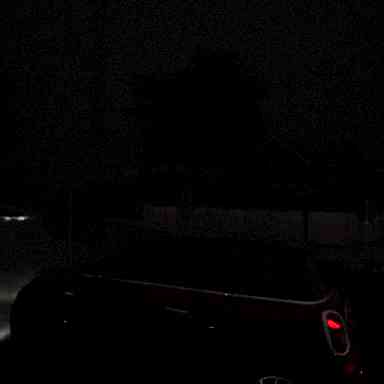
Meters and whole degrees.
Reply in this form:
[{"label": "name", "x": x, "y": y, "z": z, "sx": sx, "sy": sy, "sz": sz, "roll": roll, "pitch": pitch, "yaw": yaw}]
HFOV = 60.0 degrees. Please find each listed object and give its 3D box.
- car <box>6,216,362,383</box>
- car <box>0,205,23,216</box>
[{"label": "car", "x": -0.228, "y": 1.363, "z": 4.556, "sx": 4.553, "sy": 1.767, "sz": 2.097, "roll": 1, "pitch": -5, "yaw": 26}, {"label": "car", "x": -23.798, "y": 2.419, "z": 43.759, "sx": 1.882, "sy": 1.535, "sz": 5.008, "roll": 3, "pitch": -3, "yaw": -41}]
